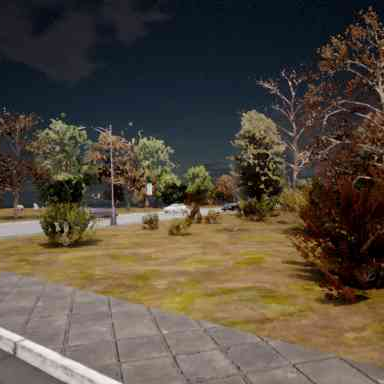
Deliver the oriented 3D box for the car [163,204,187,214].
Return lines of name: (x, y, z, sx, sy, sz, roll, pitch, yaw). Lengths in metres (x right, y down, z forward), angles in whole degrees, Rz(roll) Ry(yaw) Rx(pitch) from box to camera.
car: (-2.505, 2.526, 50.447, 1.812, 1.442, 4.674, -3, -2, 33)

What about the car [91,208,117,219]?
car: (-10.839, 2.460, 37.166, 2.033, 1.411, 5.357, -3, -2, 32)

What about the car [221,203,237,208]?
car: (6.300, 2.312, 51.018, 1.895, 1.301, 4.718, -3, -2, 32)

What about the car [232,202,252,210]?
car: (9.414, 2.577, 62.496, 1.895, 1.301, 4.718, -3, -2, 33)
